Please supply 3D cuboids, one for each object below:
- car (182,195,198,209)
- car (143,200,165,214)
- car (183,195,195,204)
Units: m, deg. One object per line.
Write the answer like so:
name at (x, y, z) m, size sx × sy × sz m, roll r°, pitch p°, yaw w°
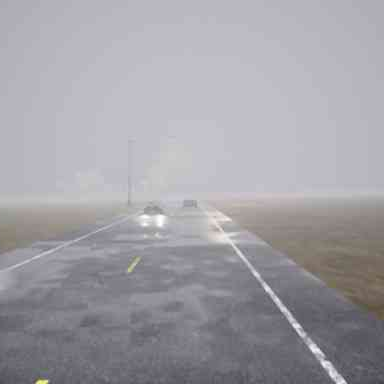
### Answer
car at (-0.260, 1.377, 44.308) m, size 1.882 × 1.535 × 5.008 m, roll 0°, pitch 0°, yaw -1°
car at (-3.811, 1.518, 34.095) m, size 1.895 × 1.301 × 4.718 m, roll 0°, pitch 0°, yaw -1°
car at (-0.605, 1.365, 62.465) m, size 2.128 × 1.511 × 4.902 m, roll 0°, pitch 0°, yaw -1°
